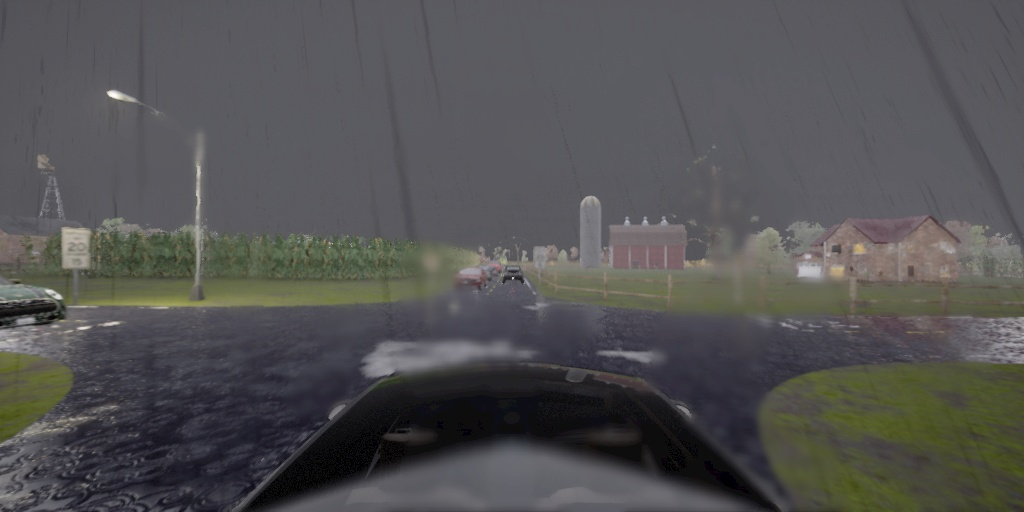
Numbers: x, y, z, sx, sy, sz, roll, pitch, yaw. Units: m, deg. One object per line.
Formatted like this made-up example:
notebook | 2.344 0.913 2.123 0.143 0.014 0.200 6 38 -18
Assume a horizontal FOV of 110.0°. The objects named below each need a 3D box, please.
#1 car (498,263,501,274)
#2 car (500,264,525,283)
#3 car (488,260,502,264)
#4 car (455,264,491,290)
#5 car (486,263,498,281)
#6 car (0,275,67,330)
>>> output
car | -2.838 1.888 45.470 1.994 1.385 4.181 0 -1 0
car | 0.095 1.657 32.844 1.837 1.490 4.892 0 -1 0
car | -2.803 1.695 56.192 2.150 2.045 5.566 0 -1 0
car | -2.871 1.538 25.831 1.882 1.535 5.008 0 -1 1
car | -2.848 1.679 35.426 2.128 1.511 4.902 0 -1 0
car | -14.498 1.025 9.150 4.553 1.767 2.097 1 0 2
